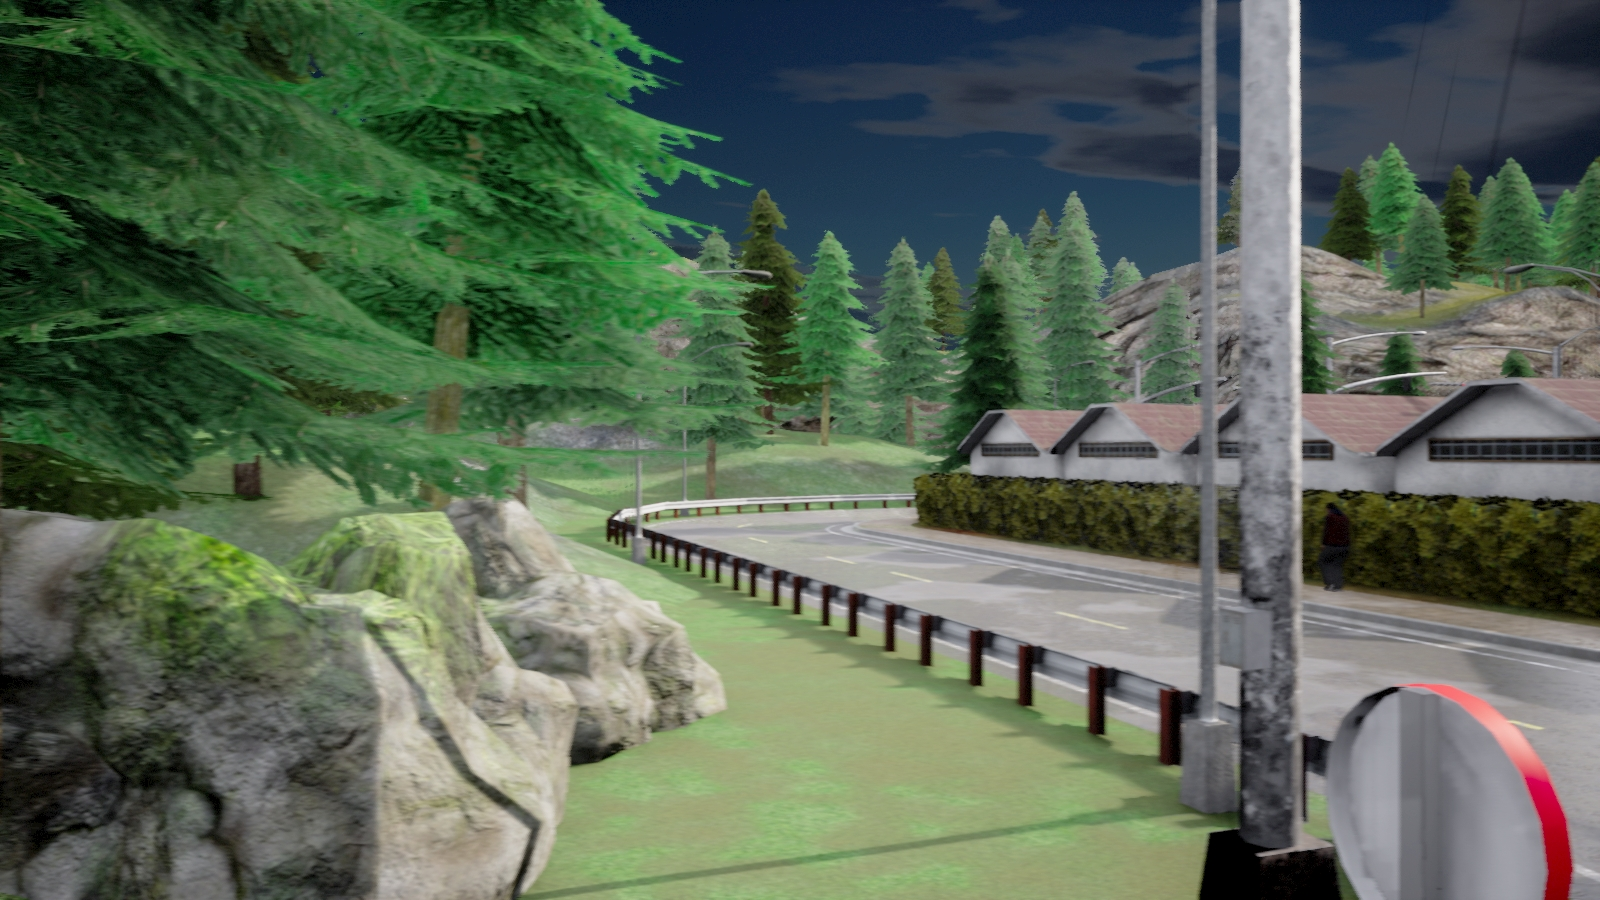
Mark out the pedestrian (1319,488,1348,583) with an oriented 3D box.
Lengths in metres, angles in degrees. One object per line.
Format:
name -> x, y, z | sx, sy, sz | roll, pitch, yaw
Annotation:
pedestrian -> 10.608, 1.693, 22.722 | 0.375, 1.860, 0.375 | 0, 0, -20
